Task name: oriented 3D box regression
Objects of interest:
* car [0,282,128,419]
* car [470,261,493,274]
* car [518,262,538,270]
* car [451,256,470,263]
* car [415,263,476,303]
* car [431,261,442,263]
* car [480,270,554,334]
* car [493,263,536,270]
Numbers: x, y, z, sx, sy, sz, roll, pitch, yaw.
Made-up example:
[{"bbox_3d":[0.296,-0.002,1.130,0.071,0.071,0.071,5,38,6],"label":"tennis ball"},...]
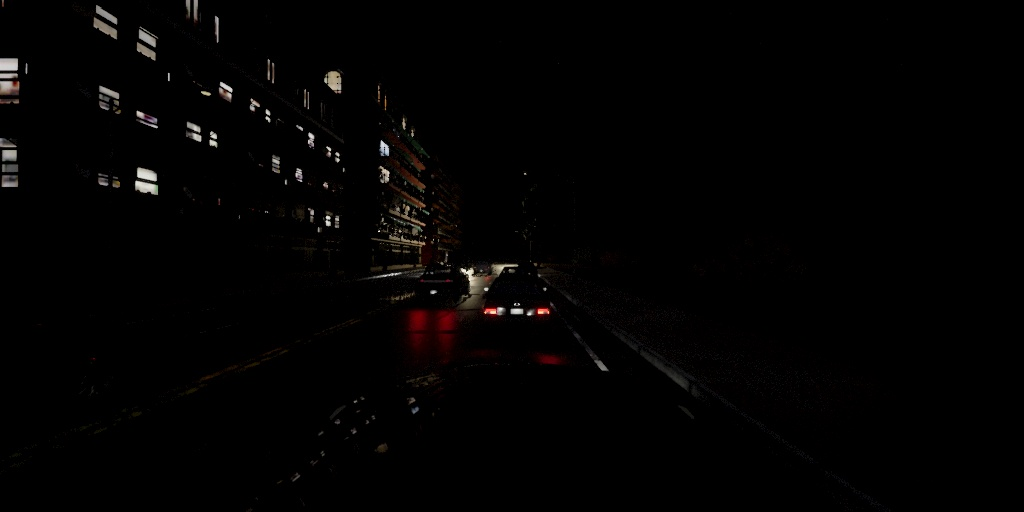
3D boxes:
[{"bbox_3d":[-6.599,1.102,3.161,2.097,1.767,4.553,0,0,0],"label":"car"},{"bbox_3d":[-3.116,1.279,38.789,1.812,1.442,4.674,0,0,0],"label":"car"},{"bbox_3d":[1.159,1.259,30.743,1.837,1.490,4.892,0,0,0],"label":"car"},{"bbox_3d":[-6.567,0.975,46.352,2.150,2.045,5.566,0,0,0],"label":"car"},{"bbox_3d":[-3.140,1.242,16.851,2.128,1.511,4.902,0,0,0],"label":"car"},{"bbox_3d":[-9.817,1.354,45.892,1.895,1.301,4.718,0,0,0],"label":"car"},{"bbox_3d":[0.108,1.299,10.614,2.033,1.411,5.357,0,0,0],"label":"car"},{"bbox_3d":[0.113,1.301,20.976,2.033,1.411,5.357,0,0,0],"label":"car"}]
